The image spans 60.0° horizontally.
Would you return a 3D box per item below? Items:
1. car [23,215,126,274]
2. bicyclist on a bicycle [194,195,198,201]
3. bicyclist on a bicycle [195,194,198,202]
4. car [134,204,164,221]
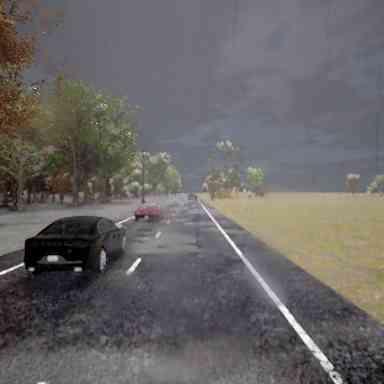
[{"bbox_3d":[-3.401,1.475,10.608,1.882,1.535,5.008,0,0,0],"label":"car"},{"bbox_3d":[0.957,1.423,79.311,0.866,1.612,1.509,0,0,0],"label":"bicyclist on a bicycle"},{"bbox_3d":[0.961,1.358,70.308,0.659,1.776,1.843,0,0,0],"label":"bicyclist on a bicycle"},{"bbox_3d":[-3.400,1.595,27.145,1.895,1.301,4.718,0,0,0],"label":"car"}]
